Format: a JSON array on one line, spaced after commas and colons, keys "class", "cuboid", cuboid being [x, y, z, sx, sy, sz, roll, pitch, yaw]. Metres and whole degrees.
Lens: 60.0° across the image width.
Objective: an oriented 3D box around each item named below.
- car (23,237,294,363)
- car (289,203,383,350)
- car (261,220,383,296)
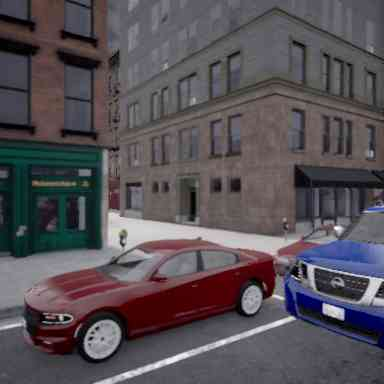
[{"class": "car", "cuboid": [-0.460, 1.544, 5.861, 4.507, 1.381, 1.887, 0, 0, -35]}, {"class": "car", "cuboid": [4.111, 1.221, 5.940, 5.566, 2.045, 2.150, 0, 0, -35]}, {"class": "car", "cuboid": [4.027, 1.580, 9.061, 4.206, 1.307, 1.802, 0, 0, -35]}]
